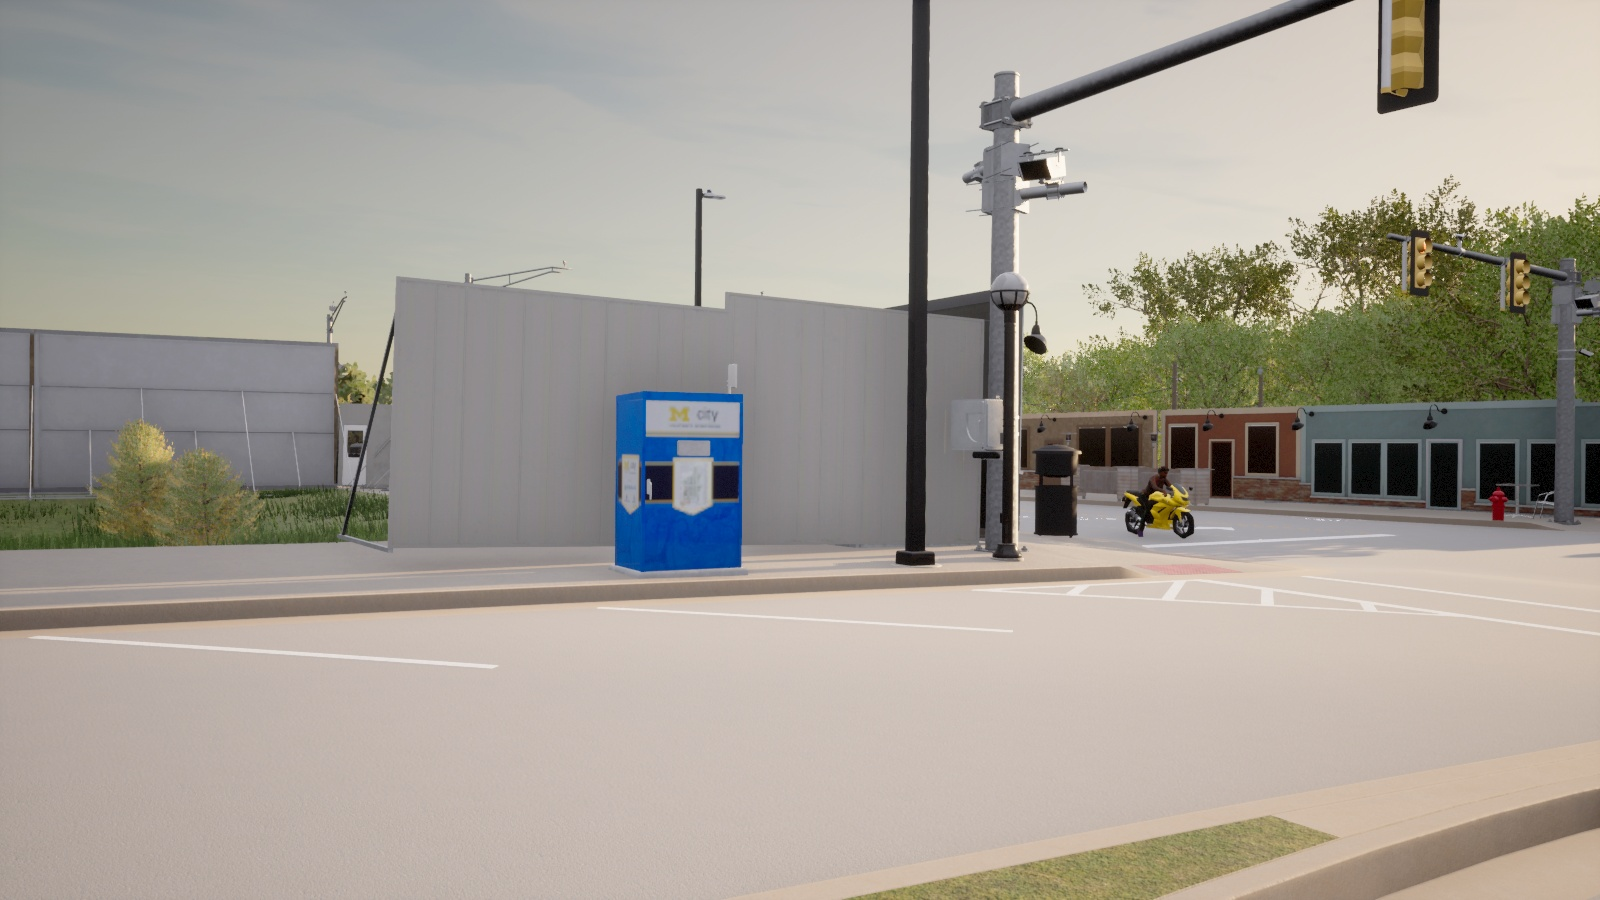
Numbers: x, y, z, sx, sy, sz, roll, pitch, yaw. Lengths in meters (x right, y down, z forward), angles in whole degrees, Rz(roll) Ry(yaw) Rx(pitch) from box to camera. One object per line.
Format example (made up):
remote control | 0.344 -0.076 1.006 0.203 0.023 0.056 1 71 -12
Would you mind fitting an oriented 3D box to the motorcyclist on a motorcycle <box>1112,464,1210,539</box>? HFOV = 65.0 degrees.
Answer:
motorcyclist on a motorcycle | 7.668 1.065 26.778 0.797 1.523 2.044 0 0 -29
